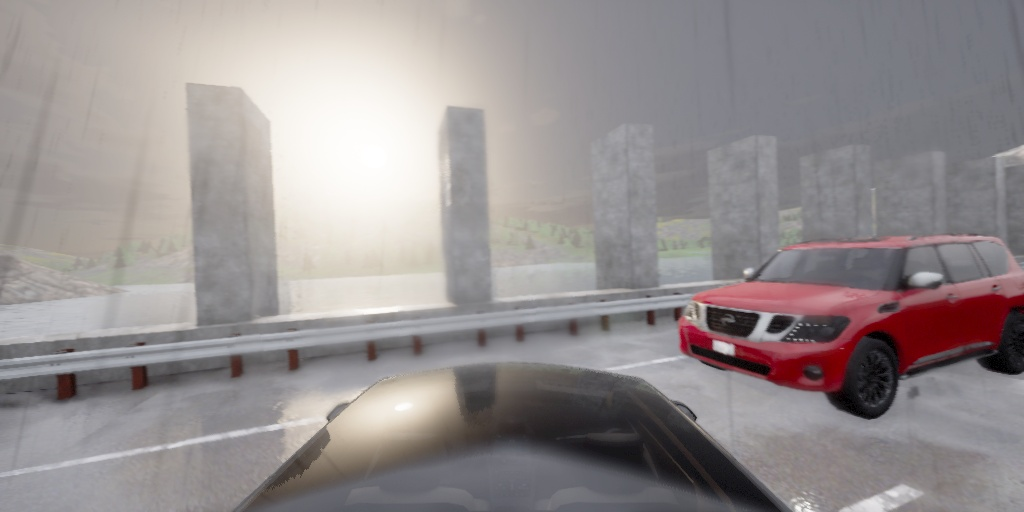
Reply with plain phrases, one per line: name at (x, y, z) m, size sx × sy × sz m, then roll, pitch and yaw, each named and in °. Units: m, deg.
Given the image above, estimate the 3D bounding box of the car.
car at (5.328, 0.730, 5.543) m, size 5.566 × 2.045 × 2.150 m, roll -2°, pitch 0°, yaw -19°
